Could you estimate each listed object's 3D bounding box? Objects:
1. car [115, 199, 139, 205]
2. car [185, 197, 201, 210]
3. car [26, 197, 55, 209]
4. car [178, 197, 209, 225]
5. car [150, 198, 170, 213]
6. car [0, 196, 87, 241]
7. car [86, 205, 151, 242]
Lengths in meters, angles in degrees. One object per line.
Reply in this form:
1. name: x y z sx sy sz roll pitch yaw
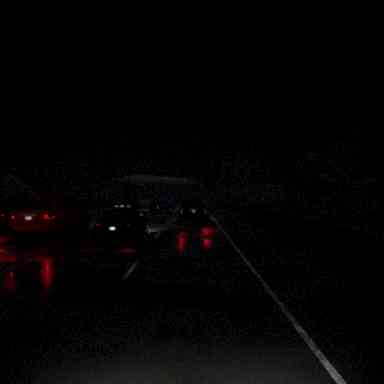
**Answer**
1. car: -6.895 1.466 35.413 2.033 1.411 5.357 0 0 0
2. car: 0.105 1.409 41.512 1.837 1.490 4.892 0 0 0
3. car: -20.994 1.425 46.336 1.882 1.535 5.008 0 0 0
4. car: 0.104 1.297 23.868 2.097 1.767 4.553 0 0 0
5. car: -3.397 1.395 35.640 1.882 1.535 5.008 0 0 0
6. car: -6.910 1.183 16.701 2.150 2.045 5.566 0 0 0
7. car: -3.398 1.526 16.202 1.994 1.385 4.181 0 0 0
